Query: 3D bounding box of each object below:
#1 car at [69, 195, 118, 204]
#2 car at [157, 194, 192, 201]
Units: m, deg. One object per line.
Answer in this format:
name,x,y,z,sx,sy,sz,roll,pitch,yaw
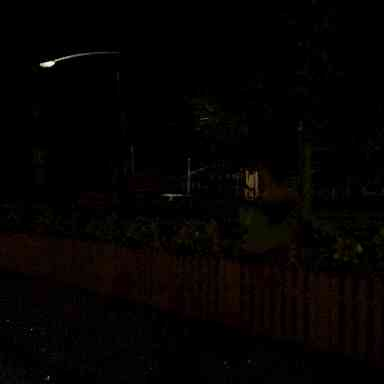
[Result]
car,-9.229,1.279,30.641,2.150,2.045,5.566,0,0,36
car,-1.445,1.270,35.075,2.150,2.045,5.566,0,0,36
